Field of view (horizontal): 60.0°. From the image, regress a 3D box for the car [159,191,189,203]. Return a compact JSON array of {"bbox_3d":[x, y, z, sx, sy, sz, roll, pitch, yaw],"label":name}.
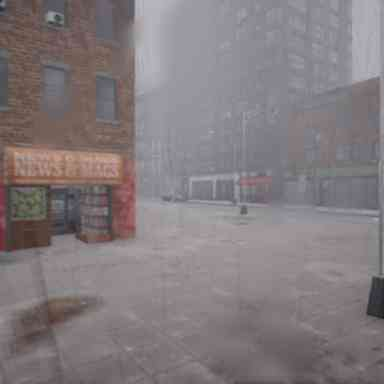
[{"bbox_3d":[-2.328,0.613,41.815,2.128,1.511,4.902,0,1,-35],"label":"car"}]
